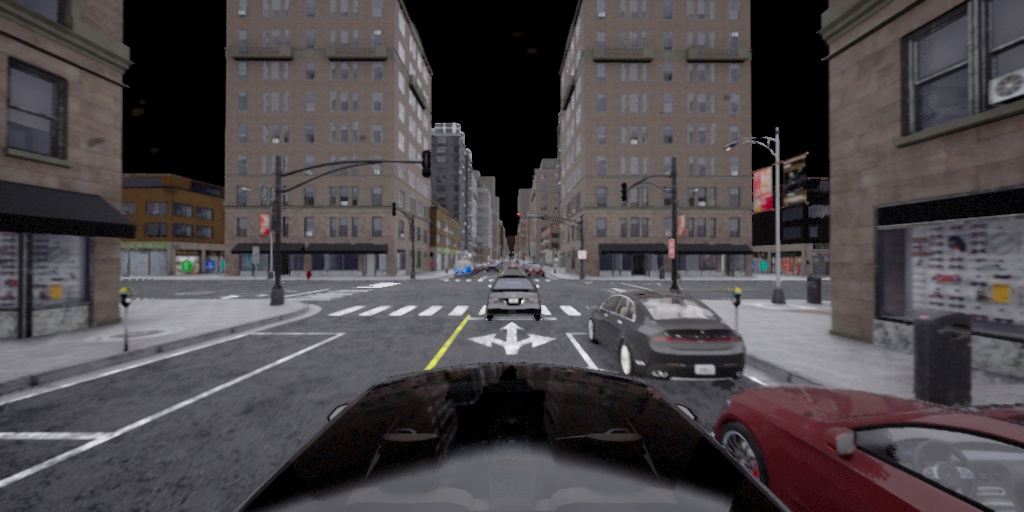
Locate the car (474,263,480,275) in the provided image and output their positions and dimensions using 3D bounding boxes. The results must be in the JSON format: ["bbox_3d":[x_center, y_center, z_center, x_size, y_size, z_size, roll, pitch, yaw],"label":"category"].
[{"bbox_3d":[-5.720,1.626,47.478,1.967,1.591,4.097,0,0,0],"label":"car"}]

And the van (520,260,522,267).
[{"bbox_3d":[2.868,1.688,64.456,1.690,1.789,3.998,0,0,0],"label":"van"}]

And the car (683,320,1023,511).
[{"bbox_3d":[2.669,1.331,1.539,1.802,1.307,4.207,0,0,0],"label":"car"}]

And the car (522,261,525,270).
[{"bbox_3d":[2.826,1.680,53.118,1.967,1.591,4.097,0,0,0],"label":"car"}]

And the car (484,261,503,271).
[{"bbox_3d":[-2.908,1.801,54.546,2.033,1.411,5.357,0,-1,1],"label":"car"}]

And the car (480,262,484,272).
[{"bbox_3d":[-5.699,1.806,53.146,1.948,1.339,4.313,0,0,0],"label":"car"}]

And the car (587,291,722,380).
[{"bbox_3d":[2.665,1.352,7.132,2.007,1.370,4.403,0,0,0],"label":"car"}]

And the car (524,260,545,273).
[{"bbox_3d":[2.784,1.571,41.780,1.967,1.591,4.097,0,0,0],"label":"car"}]

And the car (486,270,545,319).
[{"bbox_3d":[0.065,1.408,13.245,2.033,1.411,5.357,0,-1,0],"label":"car"}]

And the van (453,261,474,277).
[{"bbox_3d":[-5.741,1.473,41.810,1.690,1.789,3.998,0,0,0],"label":"van"}]
